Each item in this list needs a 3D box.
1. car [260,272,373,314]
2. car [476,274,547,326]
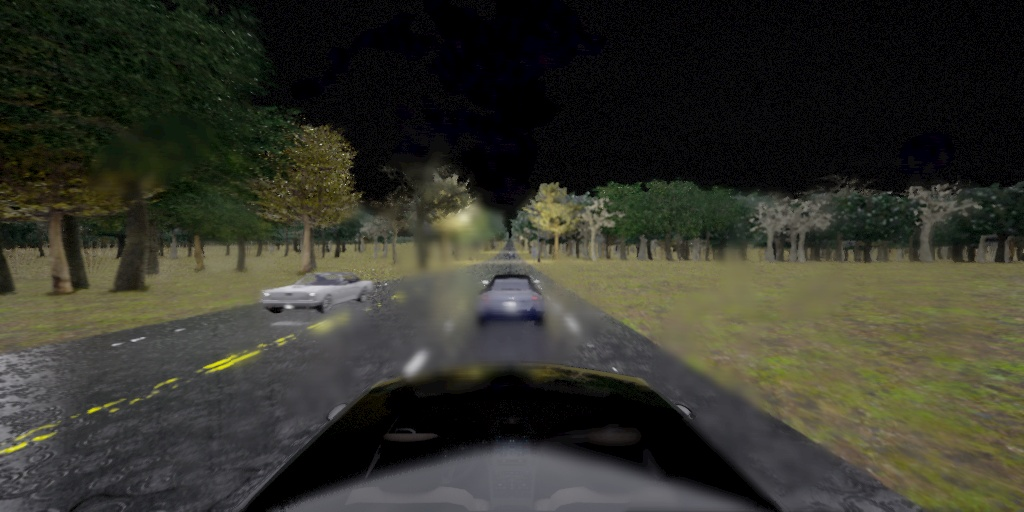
[{"bbox_3d":[-7.028,1.286,13.487,1.895,1.301,4.718,0,0,0],"label":"car"},{"bbox_3d":[-0.015,1.264,11.477,1.994,1.385,4.181,0,0,0],"label":"car"}]
